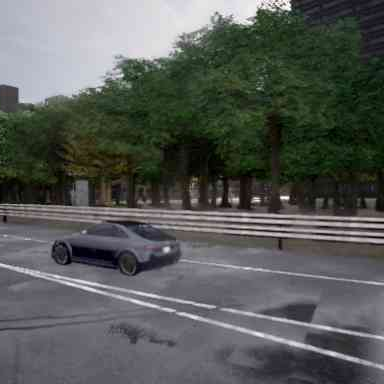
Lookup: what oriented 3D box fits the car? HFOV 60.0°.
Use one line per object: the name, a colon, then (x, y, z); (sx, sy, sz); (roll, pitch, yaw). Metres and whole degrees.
car: (-2.400, 1.574, 10.303); (4.181, 1.385, 1.994); (0, 0, 31)
